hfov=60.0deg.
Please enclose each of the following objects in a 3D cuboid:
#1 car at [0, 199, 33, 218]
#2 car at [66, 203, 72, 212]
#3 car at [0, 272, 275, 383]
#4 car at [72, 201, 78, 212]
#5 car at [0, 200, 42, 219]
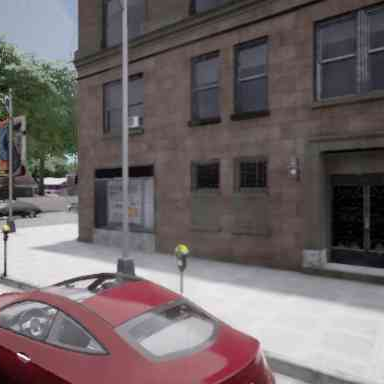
[{"bbox_3d":[-17.327,1.489,30.146,2.128,1.511,4.902,0,0,36],"label":"car"},{"bbox_3d":[-11.882,1.437,37.767,2.128,1.511,4.902,0,0,36],"label":"car"},{"bbox_3d":[-1.210,1.591,3.673,4.206,1.307,1.802,0,0,35],"label":"car"},{"bbox_3d":[-9.929,1.508,34.897,1.994,1.385,4.181,0,0,36],"label":"car"},{"bbox_3d":[-15.007,1.518,27.784,1.812,1.442,4.674,0,0,37],"label":"car"}]
